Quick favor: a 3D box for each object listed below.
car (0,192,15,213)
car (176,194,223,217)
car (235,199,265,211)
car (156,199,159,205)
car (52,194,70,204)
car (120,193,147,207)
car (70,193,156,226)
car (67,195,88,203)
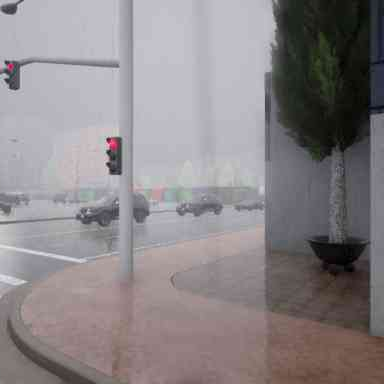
[{"bbox_3d":[-20.102,1.156,33.640,3.866,1.878,1.905,0,0,35],"label":"car"},{"bbox_3d":[0.841,1.221,32.086,2.150,2.045,5.566,0,0,37],"label":"car"},{"bbox_3d":[7.242,1.547,40.599,2.033,1.411,5.357,0,0,37],"label":"car"},{"bbox_3d":[-7.087,1.395,52.017,3.806,1.475,1.970,0,0,35],"label":"car"},{"bbox_3d":[-23.069,1.153,59.788,4.605,1.855,1.932,0,0,35],"label":"car"},{"bbox_3d":[-8.772,1.156,49.662,3.866,1.878,1.905,0,0,35],"label":"car"},{"bbox_3d":[-5.430,1.221,23.684,2.150,2.045,5.566,0,0,36],"label":"car"},{"bbox_3d":[-21.340,1.364,62.113,3.905,1.438,1.784,0,0,35],"label":"car"}]
